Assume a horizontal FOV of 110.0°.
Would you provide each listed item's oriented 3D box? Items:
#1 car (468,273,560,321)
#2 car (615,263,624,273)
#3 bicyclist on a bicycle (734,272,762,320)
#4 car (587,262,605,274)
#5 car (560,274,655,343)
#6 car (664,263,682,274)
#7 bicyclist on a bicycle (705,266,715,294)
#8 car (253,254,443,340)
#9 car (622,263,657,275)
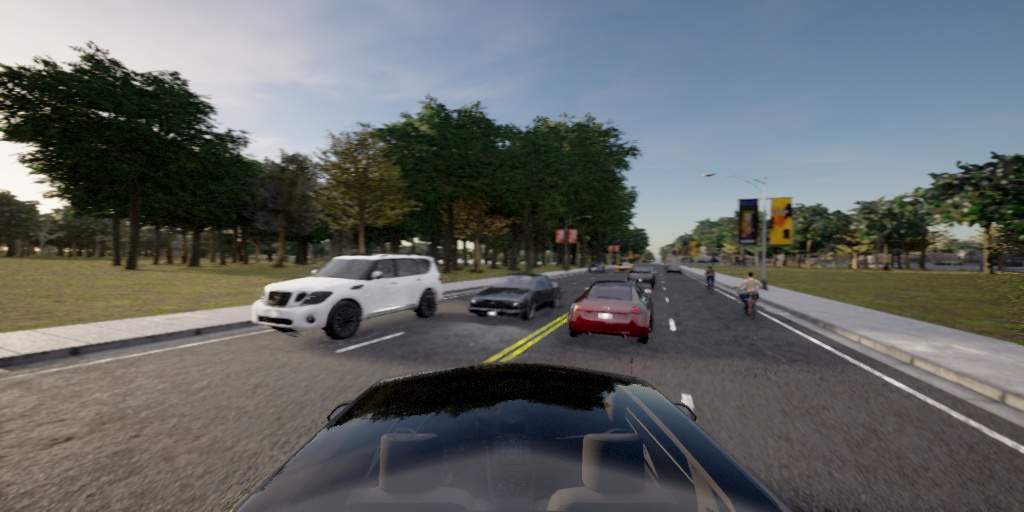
[{"bbox_3d":[0.409,1.351,13.154,2.033,1.411,5.357,1,0,22],"label":"car"},{"bbox_3d":[15.825,1.667,50.860,1.882,1.535,5.008,1,0,22],"label":"car"},{"bbox_3d":[8.234,1.346,12.436,0.866,1.612,1.509,1,0,22],"label":"bicyclist on a bicycle"},{"bbox_3d":[11.606,1.612,49.143,2.128,1.511,4.902,1,0,22],"label":"car"},{"bbox_3d":[2.941,1.390,10.229,1.994,1.385,4.181,1,0,22],"label":"car"},{"bbox_3d":[23.794,1.878,52.717,1.994,1.385,4.181,1,0,22],"label":"car"},{"bbox_3d":[11.956,1.453,21.613,0.582,1.620,1.656,1,-1,22],"label":"bicyclist on a bicycle"},{"bbox_3d":[-4.205,0.949,10.442,2.150,2.045,5.566,1,0,22],"label":"car"},{"bbox_3d":[9.735,1.483,26.868,2.128,1.511,4.902,1,0,22],"label":"car"}]
